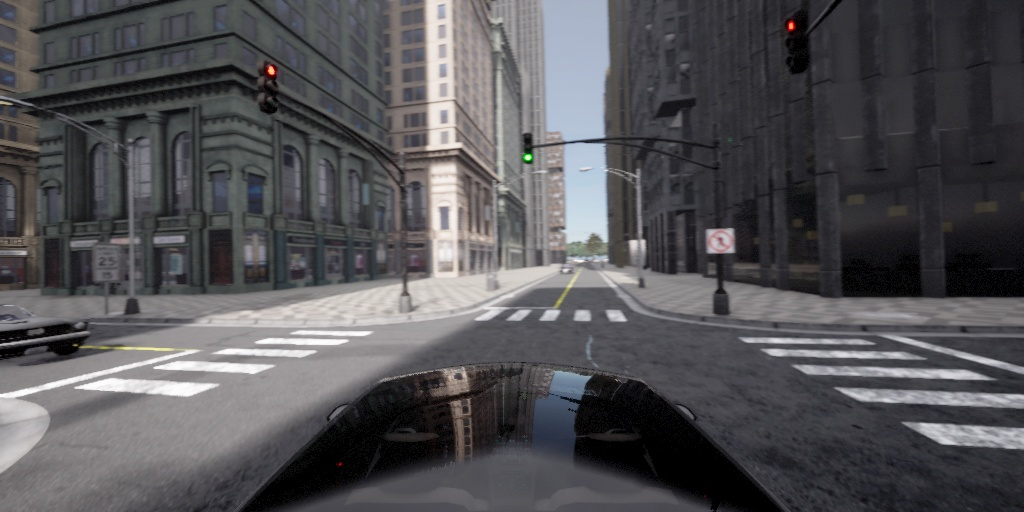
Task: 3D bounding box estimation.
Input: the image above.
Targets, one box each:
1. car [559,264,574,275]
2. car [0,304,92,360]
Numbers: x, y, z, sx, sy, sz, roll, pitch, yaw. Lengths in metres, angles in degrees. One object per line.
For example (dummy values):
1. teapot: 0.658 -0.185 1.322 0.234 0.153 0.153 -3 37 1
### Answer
1. car: 7.807 1.844 51.141 2.128 1.511 4.902 -2 -1 12
2. car: -12.320 1.761 8.083 4.718 1.301 1.895 -2 -1 11
